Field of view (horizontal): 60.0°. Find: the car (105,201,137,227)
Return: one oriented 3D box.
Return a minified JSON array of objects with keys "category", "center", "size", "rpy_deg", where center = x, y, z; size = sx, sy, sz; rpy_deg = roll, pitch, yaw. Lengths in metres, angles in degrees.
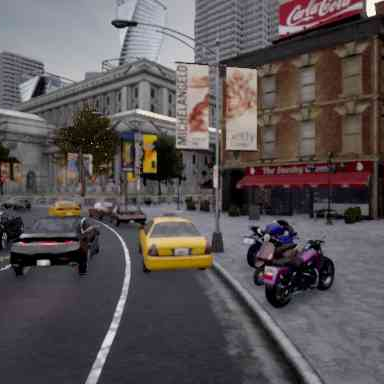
[{"category":"car","center":[-4.547,1.568,22.873],"size":[1.895,1.301,4.718],"rpy_deg":[0,0,-21]}]

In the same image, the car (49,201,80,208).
[{"category":"car","center":[-10.101,1.439,26.214],"size":[1.882,1.535,5.008],"rpy_deg":[0,0,-29]}]

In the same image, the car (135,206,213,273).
[{"category":"car","center":[-0.754,1.446,10.710],"size":[1.801,1.575,5.366],"rpy_deg":[0,0,-11]}]

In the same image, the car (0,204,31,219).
[{"category":"car","center":[-8.456,1.466,13.952],"size":[2.128,1.511,4.902],"rpy_deg":[0,0,-16]}]

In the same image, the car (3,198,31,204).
[{"category":"car","center":[-20.893,1.425,39.553],"size":[4.902,1.511,2.128],"rpy_deg":[0,0,43]}]

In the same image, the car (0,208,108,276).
[{"category":"car","center":[-3.997,1.476,10.378],"size":[2.128,1.511,4.902],"rpy_deg":[0,0,-10]}]
